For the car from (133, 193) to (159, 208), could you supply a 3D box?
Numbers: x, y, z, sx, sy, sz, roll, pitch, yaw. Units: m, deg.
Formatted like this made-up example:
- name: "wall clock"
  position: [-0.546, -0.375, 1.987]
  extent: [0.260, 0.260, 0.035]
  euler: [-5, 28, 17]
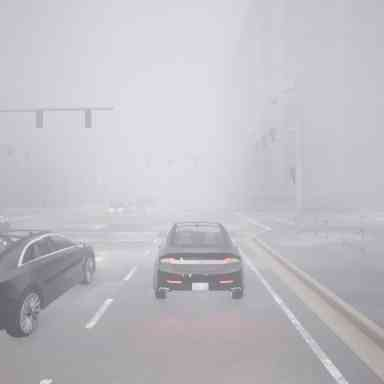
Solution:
- name: "car"
  position: [-6.735, 1.221, 49.393]
  extent: [2.150, 2.045, 5.566]
  euler: [0, 0, 2]

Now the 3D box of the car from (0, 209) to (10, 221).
- name: "car"
  position: [-11.298, 1.338, 17.836]
  extent: [2.097, 1.767, 4.553]
  euler: [-1, 1, -40]

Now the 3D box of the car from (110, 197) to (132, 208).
- name: "car"
  position: [-10.262, 1.564, 47.074]
  extent: [1.994, 1.385, 4.181]
  euler: [0, 0, 0]

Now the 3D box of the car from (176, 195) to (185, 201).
- name: "car"
  position: [-2.889, 1.523, 85.404]
  extent: [2.033, 1.411, 5.357]
  euler: [0, 0, 0]

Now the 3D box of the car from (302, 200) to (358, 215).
- name: "car"
  position: [13.447, 1.492, 32.892]
  extent: [5.357, 1.411, 2.033]
  euler: [0, 0, 0]

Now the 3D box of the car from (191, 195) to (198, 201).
- name: "car"
  position: [0.611, 1.461, 85.378]
  extent: [1.882, 1.535, 5.008]
  euler: [0, 0, 0]

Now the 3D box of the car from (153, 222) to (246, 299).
- name: "car"
  position: [0.136, 1.491, 8.426]
  extent: [2.128, 1.511, 4.902]
  euler: [0, 0, 0]

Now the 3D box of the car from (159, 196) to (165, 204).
- name: "car"
  position: [-6.648, 1.491, 59.606]
  extent: [2.128, 1.511, 4.902]
  euler: [0, 0, 1]

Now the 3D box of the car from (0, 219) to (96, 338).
- name: "car"
  position: [-3.398, 1.491, 6.607]
  extent: [2.128, 1.511, 4.902]
  euler: [0, 0, 1]

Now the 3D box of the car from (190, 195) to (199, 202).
- name: "car"
  position: [0.546, 1.592, 76.334]
  extent: [1.895, 1.301, 4.718]
  euler: [0, 0, 0]

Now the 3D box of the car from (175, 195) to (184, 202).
- name: "car"
  position: [-2.959, 1.497, 75.701]
  extent: [1.837, 1.490, 4.892]
  euler: [0, 0, 0]
